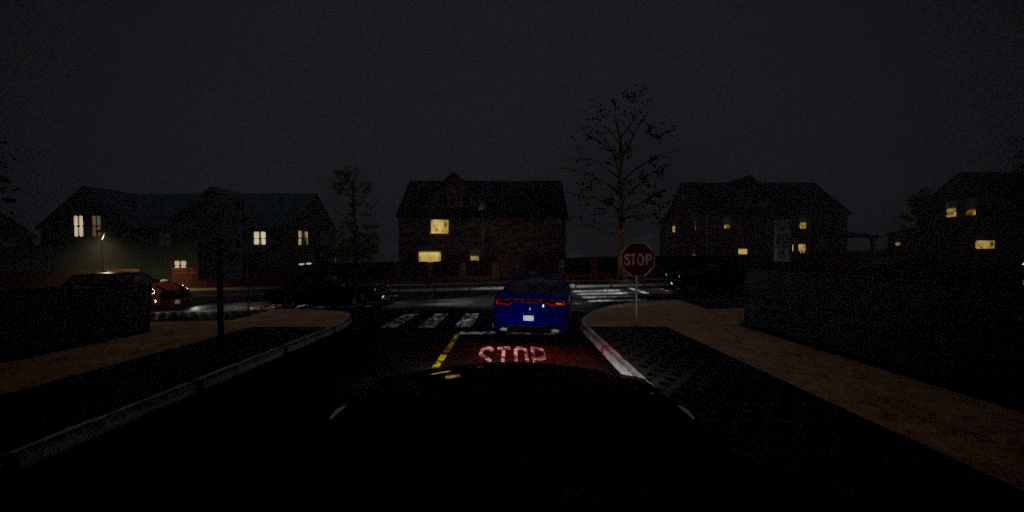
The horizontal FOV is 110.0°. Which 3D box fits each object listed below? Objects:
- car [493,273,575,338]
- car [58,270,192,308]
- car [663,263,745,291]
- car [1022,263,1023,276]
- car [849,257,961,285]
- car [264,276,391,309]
[{"bbox_3d":[0.787,1.224,10.370,1.882,1.535,5.008,0,0,10],"label":"car"},{"bbox_3d":[-16.798,1.469,15.571,4.553,1.767,2.097,-1,1,0],"label":"car"},{"bbox_3d":[10.412,1.030,18.505,4.718,1.301,1.895,-1,1,-1],"label":"car"},{"bbox_3d":[29.567,0.331,18.532,4.553,1.767,2.097,-1,1,0],"label":"car"},{"bbox_3d":[20.057,0.749,18.541,5.357,1.411,2.033,-1,1,0],"label":"car"},{"bbox_3d":[-7.811,1.503,15.579,4.718,1.301,1.895,-1,1,0],"label":"car"}]
